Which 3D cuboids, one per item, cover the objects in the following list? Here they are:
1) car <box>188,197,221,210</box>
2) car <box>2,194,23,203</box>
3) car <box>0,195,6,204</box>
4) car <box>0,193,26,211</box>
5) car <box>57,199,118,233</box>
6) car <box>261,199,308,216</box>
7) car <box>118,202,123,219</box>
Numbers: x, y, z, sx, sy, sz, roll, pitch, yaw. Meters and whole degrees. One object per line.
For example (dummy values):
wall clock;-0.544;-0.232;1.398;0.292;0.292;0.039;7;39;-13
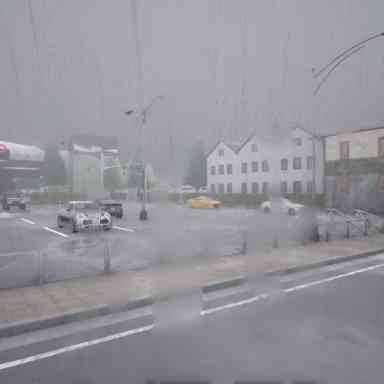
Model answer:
car;1.455;1.301;40.198;1.882;1.535;5.008;0;0;-35
car;-39.404;1.328;72.930;3.866;1.878;1.905;0;0;-36
car;-39.629;1.495;65.801;4.611;1.667;2.242;0;0;-36
car;-20.255;1.092;37.855;1.905;1.878;3.866;0;0;-36
car;-5.731;1.248;17.595;1.970;1.475;3.806;0;0;-36
car;8.397;1.349;30.482;1.812;1.442;4.674;0;0;-36
car;-6.864;1.313;25.457;2.007;1.523;4.514;0;0;-36
